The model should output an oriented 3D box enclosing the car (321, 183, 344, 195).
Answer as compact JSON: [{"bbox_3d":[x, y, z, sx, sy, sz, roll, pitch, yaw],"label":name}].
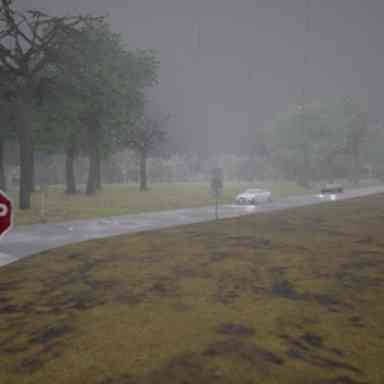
[{"bbox_3d":[19.900,-0.498,47.042,1.882,1.535,5.008,1,3,42],"label":"car"}]

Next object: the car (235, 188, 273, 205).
[{"bbox_3d":[6.041,0.392,31.939,1.812,1.442,4.674,1,3,42],"label":"car"}]
